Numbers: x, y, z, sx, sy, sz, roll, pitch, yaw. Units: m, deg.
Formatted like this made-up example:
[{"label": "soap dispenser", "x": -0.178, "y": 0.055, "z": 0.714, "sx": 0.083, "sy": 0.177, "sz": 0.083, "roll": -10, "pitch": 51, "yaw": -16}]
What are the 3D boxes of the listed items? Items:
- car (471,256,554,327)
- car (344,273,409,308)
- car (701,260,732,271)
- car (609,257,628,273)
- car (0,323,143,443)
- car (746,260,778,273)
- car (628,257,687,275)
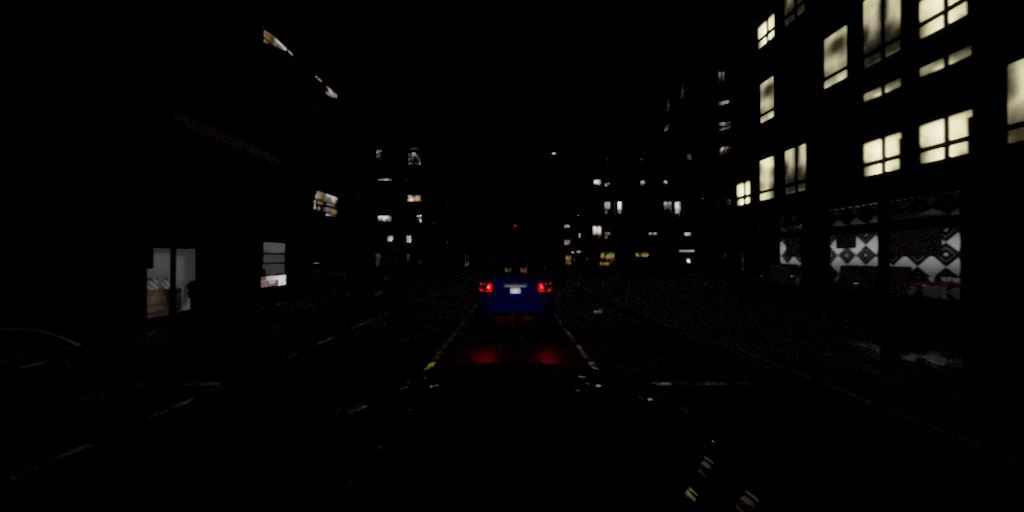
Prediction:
[{"label": "car", "x": 0.088, "y": 1.035, "z": 11.941, "sx": 2.150, "sy": 2.045, "sz": 5.566, "roll": 0, "pitch": -1, "yaw": 0}, {"label": "car", "x": -5.754, "y": 1.425, "z": 15.761, "sx": 1.802, "sy": 1.307, "sz": 4.207, "roll": 0, "pitch": 0, "yaw": 0}, {"label": "car", "x": 25.628, "y": 1.102, "z": 44.248, "sx": 4.207, "sy": 1.307, "sz": 1.802, "roll": 0, "pitch": 0, "yaw": -1}, {"label": "car", "x": 14.537, "y": 1.042, "z": 44.140, "sx": 5.009, "sy": 1.841, "sz": 2.192, "roll": 0, "pitch": 0, "yaw": -1}, {"label": "car", "x": -5.692, "y": 1.308, "z": 2.844, "sx": 2.007, "sy": 1.370, "sz": 4.403, "roll": 0, "pitch": 0, "yaw": 0}, {"label": "car", "x": 25.772, "y": 1.044, "z": 35.869, "sx": 4.313, "sy": 1.339, "sz": 1.948, "roll": 0, "pitch": 0, "yaw": -1}, {"label": "car", "x": 14.679, "y": 1.001, "z": 35.761, "sx": 5.009, "sy": 1.841, "sz": 2.192, "roll": 0, "pitch": 0, "yaw": -1}]
